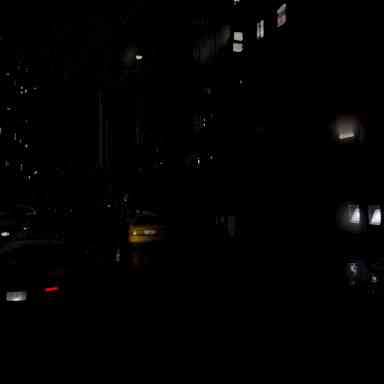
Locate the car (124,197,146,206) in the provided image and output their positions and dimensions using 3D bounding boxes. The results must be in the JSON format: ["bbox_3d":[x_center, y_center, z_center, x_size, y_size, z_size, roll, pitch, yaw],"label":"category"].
[{"bbox_3d":[-4.291,1.454,25.897,1.967,1.590,4.097,1,0,-12],"label":"car"}]

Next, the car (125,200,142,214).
[{"bbox_3d":[-6.521,1.599,36.752,1.802,1.307,4.206,1,0,-12],"label":"car"}]

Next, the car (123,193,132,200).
[{"bbox_3d":[-17.655,1.325,91.028,2.192,1.841,5.009,1,0,-12],"label":"car"}]

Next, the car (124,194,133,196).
[{"bbox_3d":[-10.974,1.457,58.463,1.967,1.590,4.097,1,0,-12],"label":"car"}]

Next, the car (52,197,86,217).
[{"bbox_3d":[-10.946,1.495,29.523,1.882,1.535,5.008,0,0,-12],"label":"car"}]

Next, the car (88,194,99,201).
[{"bbox_3d":[-24.740,1.331,83.864,2.192,1.841,5.009,1,0,-12],"label":"car"}]

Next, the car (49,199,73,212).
[{"bbox_3d":[-15.834,1.565,40.444,1.887,1.381,4.507,1,0,-12],"label":"car"}]

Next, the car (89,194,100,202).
[{"bbox_3d":[-23.631,1.568,78.436,2.008,1.369,4.403,1,0,-12],"label":"car"}]

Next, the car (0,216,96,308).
[{"bbox_3d":[-3.314,1.531,7.678,1.812,1.442,4.674,0,0,-12],"label":"car"}]

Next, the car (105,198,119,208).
[{"bbox_3d":[-11.880,1.619,49.521,1.895,1.301,4.718,0,0,-11],"label":"car"}]

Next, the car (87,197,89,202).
[{"bbox_3d":[-19.175,1.565,56.727,1.887,1.381,4.507,1,0,-12],"label":"car"}]

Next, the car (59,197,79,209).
[{"bbox_3d":[-16.946,1.461,45.872,1.967,1.590,4.097,1,0,-12],"label":"car"}]

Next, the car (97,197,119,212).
[{"bbox_3d":[-9.830,1.582,39.735,1.994,1.385,4.181,0,0,-11],"label":"car"}]

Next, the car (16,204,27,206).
[{"bbox_3d":[-12.458,1.542,23.995,1.752,1.417,4.829,1,0,-12],"label":"car"}]

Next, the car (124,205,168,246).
[{"bbox_3d":[-2.100,1.534,15.208,1.752,1.417,4.829,1,0,-12],"label":"car"}]

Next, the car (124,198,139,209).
[{"bbox_3d":[-8.748,1.583,47.606,1.947,1.339,4.313,1,0,-12],"label":"car"}]

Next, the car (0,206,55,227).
[{"bbox_3d":[-8.130,1.575,15.742,1.994,1.385,4.181,0,0,-11],"label":"car"}]

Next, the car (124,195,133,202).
[{"bbox_3d":[-14.316,1.455,74.746,1.967,1.590,4.097,1,0,-12],"label":"car"}]

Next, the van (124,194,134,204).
[{"bbox_3d":[-12.086,1.357,63.890,1.690,1.788,3.998,1,0,-12],"label":"van"}]
